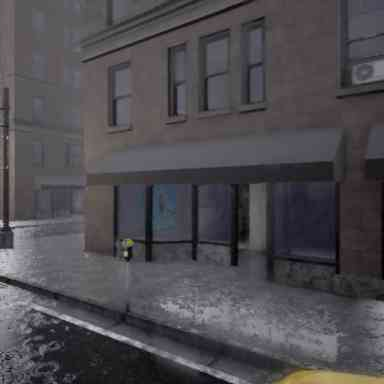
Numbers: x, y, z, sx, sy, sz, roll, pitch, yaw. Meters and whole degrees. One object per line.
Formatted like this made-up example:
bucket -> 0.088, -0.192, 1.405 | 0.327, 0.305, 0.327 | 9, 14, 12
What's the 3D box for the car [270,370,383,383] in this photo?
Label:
car -> 2.308, 1.526, 1.164 | 4.829, 1.417, 1.752 | 0, 0, 36
